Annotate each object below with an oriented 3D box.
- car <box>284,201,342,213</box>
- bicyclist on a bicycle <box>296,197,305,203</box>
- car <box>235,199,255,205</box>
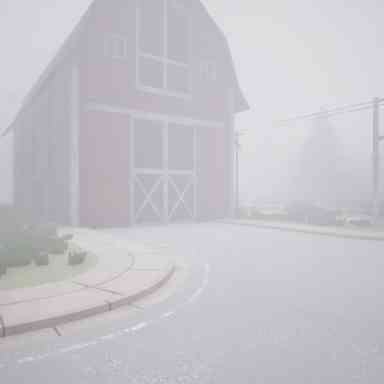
[{"bbox_3d":[10.951,1.574,30.610,2.033,1.411,5.357,0,0,-35],"label":"car"},{"bbox_3d":[13.275,1.322,40.233,1.656,1.620,0.582,46,-25,-24],"label":"bicyclist on a bicycle"},{"bbox_3d":[5.520,1.552,38.492,1.812,1.442,4.674,0,0,-34],"label":"car"}]
